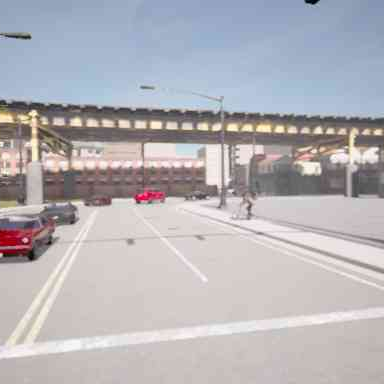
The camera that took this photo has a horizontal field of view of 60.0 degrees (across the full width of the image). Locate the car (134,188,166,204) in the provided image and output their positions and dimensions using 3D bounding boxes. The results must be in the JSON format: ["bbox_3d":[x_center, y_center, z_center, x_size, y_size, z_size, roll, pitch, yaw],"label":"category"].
[{"bbox_3d":[-5.552,0.524,44.485,2.150,2.045,5.566,0,1,23],"label":"car"}]

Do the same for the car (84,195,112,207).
[{"bbox_3d":[-10.890,1.018,38.767,1.994,1.385,4.181,-1,1,9],"label":"car"}]

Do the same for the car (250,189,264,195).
[{"bbox_3d":[15.220,0.014,75.720,2.038,1.542,4.974,0,1,17],"label":"car"}]

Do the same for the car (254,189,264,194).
[{"bbox_3d":[15.233,-0.145,75.767,1.853,1.218,4.536,0,1,17],"label":"car"}]

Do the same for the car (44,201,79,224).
[{"bbox_3d":[-8.450,1.291,21.422,1.994,1.385,4.181,-1,1,-14],"label":"car"}]

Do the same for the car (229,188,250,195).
[{"bbox_3d":[11.753,0.024,77.100,2.038,1.542,4.974,-1,1,-43],"label":"car"}]

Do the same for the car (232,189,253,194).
[{"bbox_3d":[11.716,-0.133,77.135,1.853,1.218,4.536,-1,1,-43],"label":"car"}]

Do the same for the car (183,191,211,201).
[{"bbox_3d":[0.888,0.583,53.075,4.902,1.511,2.128,-1,1,-38],"label":"car"}]

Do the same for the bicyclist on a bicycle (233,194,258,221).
[{"bbox_3d":[3.195,0.941,19.865,1.656,1.620,0.582,-1,1,-14],"label":"bicyclist on a bicycle"}]

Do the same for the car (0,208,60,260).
[{"bbox_3d":[-6.089,1.472,11.659,1.895,1.301,4.718,-1,1,-14],"label":"car"}]
